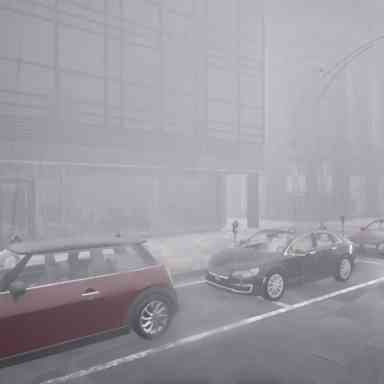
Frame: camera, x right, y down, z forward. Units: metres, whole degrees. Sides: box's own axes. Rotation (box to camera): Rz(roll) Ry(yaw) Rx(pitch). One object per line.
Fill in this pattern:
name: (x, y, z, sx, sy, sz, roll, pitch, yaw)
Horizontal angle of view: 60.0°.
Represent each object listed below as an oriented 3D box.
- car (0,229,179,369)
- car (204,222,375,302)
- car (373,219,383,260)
car: (-2.298, 1.440, 4.901, 4.097, 1.590, 1.967, 0, 0, -35)
car: (2.308, 1.550, 8.171, 4.403, 1.369, 2.008, 0, 0, -35)
car: (6.913, 1.580, 11.441, 4.206, 1.307, 1.802, 0, 0, -35)
